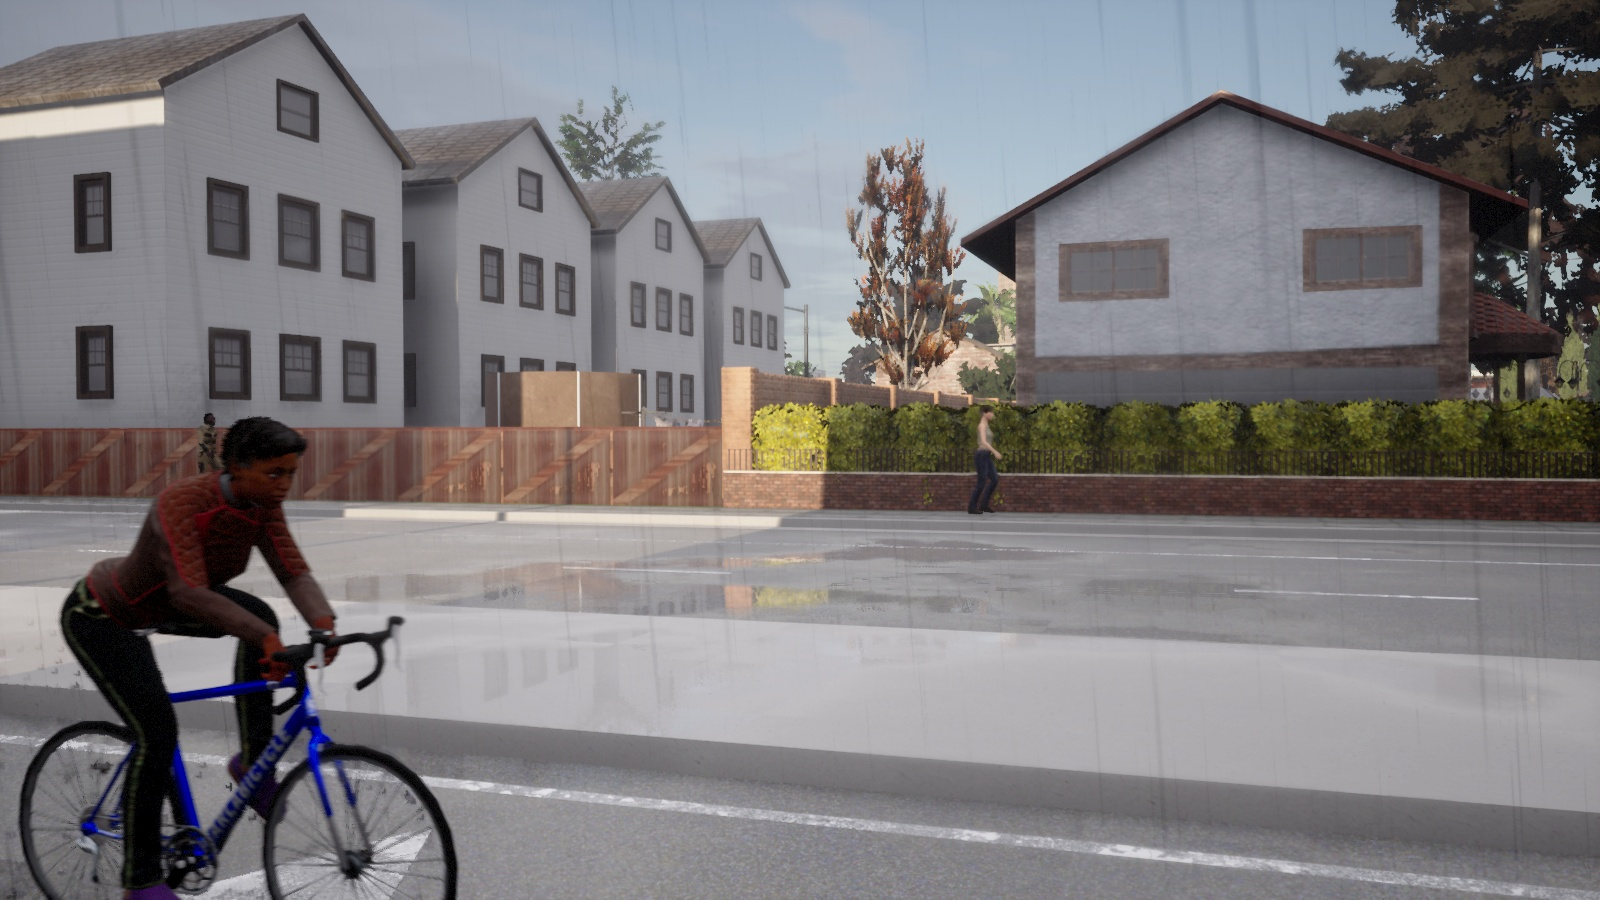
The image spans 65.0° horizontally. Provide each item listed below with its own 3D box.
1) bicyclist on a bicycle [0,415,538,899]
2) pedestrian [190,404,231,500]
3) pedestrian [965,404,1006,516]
[{"bbox_3d":[-1.671,0.714,3.754,1.656,1.620,0.582,1,1,19],"label":"bicyclist on a bicycle"},{"bbox_3d":[-12.024,0.033,25.620,0.692,1.930,0.396,1,1,21],"label":"pedestrian"},{"bbox_3d":[3.066,0.162,20.766,0.594,1.836,0.345,1,1,20],"label":"pedestrian"}]
